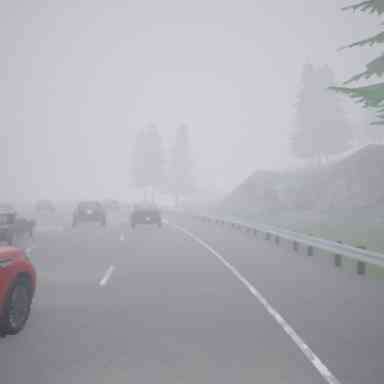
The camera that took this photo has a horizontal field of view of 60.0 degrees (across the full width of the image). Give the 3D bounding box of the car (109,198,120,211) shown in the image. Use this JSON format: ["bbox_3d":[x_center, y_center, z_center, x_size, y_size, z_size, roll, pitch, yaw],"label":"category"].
[{"bbox_3d":[-9.905,1.477,39.687,2.128,1.511,4.902,0,0,-26],"label":"car"}]

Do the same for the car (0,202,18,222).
[{"bbox_3d":[-15.710,1.581,27.253,2.033,1.411,5.357,0,0,-21],"label":"car"}]

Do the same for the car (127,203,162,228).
[{"bbox_3d":[-3.263,1.458,22.407,1.882,1.535,5.008,0,0,-14],"label":"car"}]

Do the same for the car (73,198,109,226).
[{"bbox_3d":[-7.222,1.350,23.527,2.097,1.767,4.553,0,0,-16],"label":"car"}]

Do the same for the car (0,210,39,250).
[{"bbox_3d":[-8.669,1.619,15.262,1.895,1.301,4.718,0,0,-11],"label":"car"}]

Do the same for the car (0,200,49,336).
[{"bbox_3d":[-3.708,1.234,3.489,2.150,2.045,5.566,0,0,-3],"label":"car"}]

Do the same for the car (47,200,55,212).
[{"bbox_3d":[-16.978,1.569,38.365,2.033,1.411,5.357,0,0,-29],"label":"car"}]
